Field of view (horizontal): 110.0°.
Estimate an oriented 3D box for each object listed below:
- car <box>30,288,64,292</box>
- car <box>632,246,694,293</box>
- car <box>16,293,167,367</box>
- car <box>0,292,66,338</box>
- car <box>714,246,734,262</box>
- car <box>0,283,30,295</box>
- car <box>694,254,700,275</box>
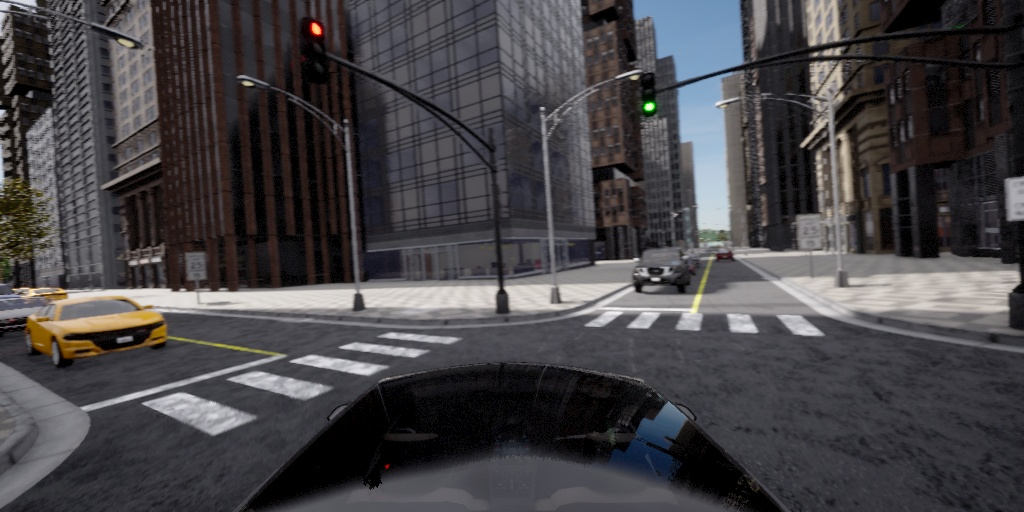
[{"bbox_3d":[-35.080,3.134,26.861,5.008,1.535,1.882,-3,1,30],"label":"car"},{"bbox_3d":[7.483,0.589,17.740,2.150,2.045,5.566,-4,0,30],"label":"car"},{"bbox_3d":[-11.529,1.867,9.901,5.008,1.535,1.882,-3,1,30],"label":"car"},{"bbox_3d":[-20.490,2.434,14.978,5.357,1.411,2.033,-3,1,29],"label":"car"},{"bbox_3d":[25.869,-0.125,43.645,1.882,1.535,5.008,-4,0,30],"label":"car"},{"bbox_3d":[-29.548,2.608,20.102,5.566,2.045,2.150,-3,1,29],"label":"car"},{"bbox_3d":[12.456,0.682,26.452,1.994,1.385,4.181,-4,0,30],"label":"car"}]
